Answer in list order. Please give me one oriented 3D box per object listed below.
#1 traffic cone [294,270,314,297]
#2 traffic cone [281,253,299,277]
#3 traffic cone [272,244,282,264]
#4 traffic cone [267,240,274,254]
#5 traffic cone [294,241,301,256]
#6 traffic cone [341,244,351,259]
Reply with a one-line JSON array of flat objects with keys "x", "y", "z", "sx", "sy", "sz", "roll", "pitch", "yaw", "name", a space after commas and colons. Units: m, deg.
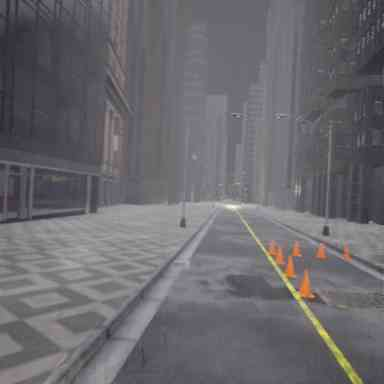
[{"x": 2.743, "y": 2.192, "z": 8.037, "sx": 0.340, "sy": 0.580, "sz": 0.340, "roll": 3, "pitch": -1, "yaw": 6, "name": "traffic cone"}, {"x": 2.956, "y": 2.228, "z": 10.025, "sx": 0.340, "sy": 0.580, "sz": 0.340, "roll": 3, "pitch": -1, "yaw": 6, "name": "traffic cone"}, {"x": 3.168, "y": 2.264, "z": 12.014, "sx": 0.340, "sy": 0.580, "sz": 0.340, "roll": 3, "pitch": -1, "yaw": 6, "name": "traffic cone"}, {"x": 3.381, "y": 2.300, "z": 14.002, "sx": 0.340, "sy": 0.580, "sz": 0.340, "roll": 3, "pitch": -1, "yaw": 6, "name": "traffic cone"}, {"x": 4.374, "y": 2.348, "z": 13.895, "sx": 0.340, "sy": 0.580, "sz": 0.340, "roll": 3, "pitch": -1, "yaw": 6, "name": "traffic cone"}, {"x": 6.361, "y": 2.444, "z": 13.681, "sx": 0.340, "sy": 0.580, "sz": 0.340, "roll": 3, "pitch": -1, "yaw": 6, "name": "traffic cone"}]
